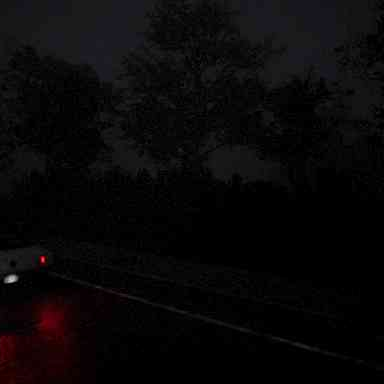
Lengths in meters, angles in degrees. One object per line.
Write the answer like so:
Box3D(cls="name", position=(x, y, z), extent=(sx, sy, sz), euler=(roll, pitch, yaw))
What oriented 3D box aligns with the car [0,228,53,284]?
Box3D(cls="car", position=(-5.612, 1.604, 8.674), extent=(4.718, 1.301, 1.895), euler=(0, 0, 40))
